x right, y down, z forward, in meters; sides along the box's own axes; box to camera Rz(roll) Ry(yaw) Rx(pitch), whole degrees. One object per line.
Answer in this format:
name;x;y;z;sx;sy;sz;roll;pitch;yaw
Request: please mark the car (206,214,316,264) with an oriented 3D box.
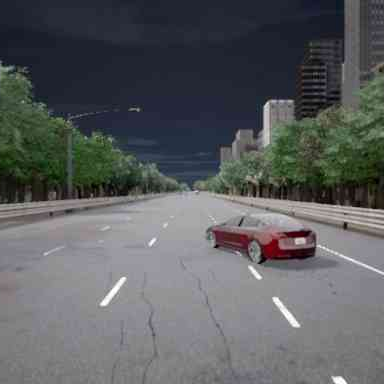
car;2.250;1.484;11.943;2.163;1.488;4.792;0;0;-24
